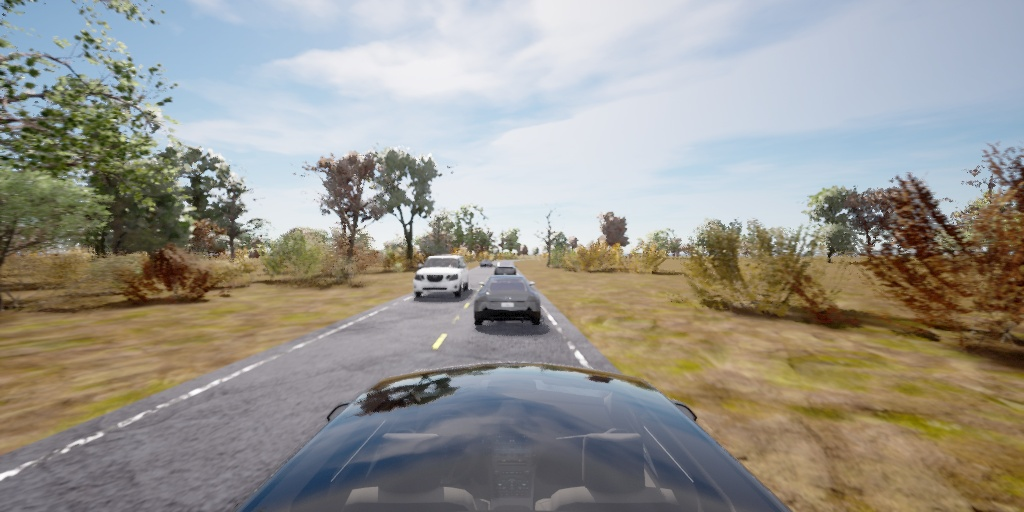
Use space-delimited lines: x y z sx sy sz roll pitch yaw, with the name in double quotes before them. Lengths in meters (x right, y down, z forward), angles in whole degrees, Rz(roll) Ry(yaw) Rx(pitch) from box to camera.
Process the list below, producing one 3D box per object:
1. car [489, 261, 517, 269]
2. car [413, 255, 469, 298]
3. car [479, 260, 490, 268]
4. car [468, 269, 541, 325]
"car" -0.567 1.235 30.776 2.128 1.511 4.902 0 0 -1
"car" -3.506 0.962 18.714 2.150 2.045 5.566 0 0 -1
"car" -4.320 1.294 60.202 1.994 1.385 4.181 0 0 -1
"car" -0.163 1.312 11.862 1.994 1.385 4.181 0 0 -1
